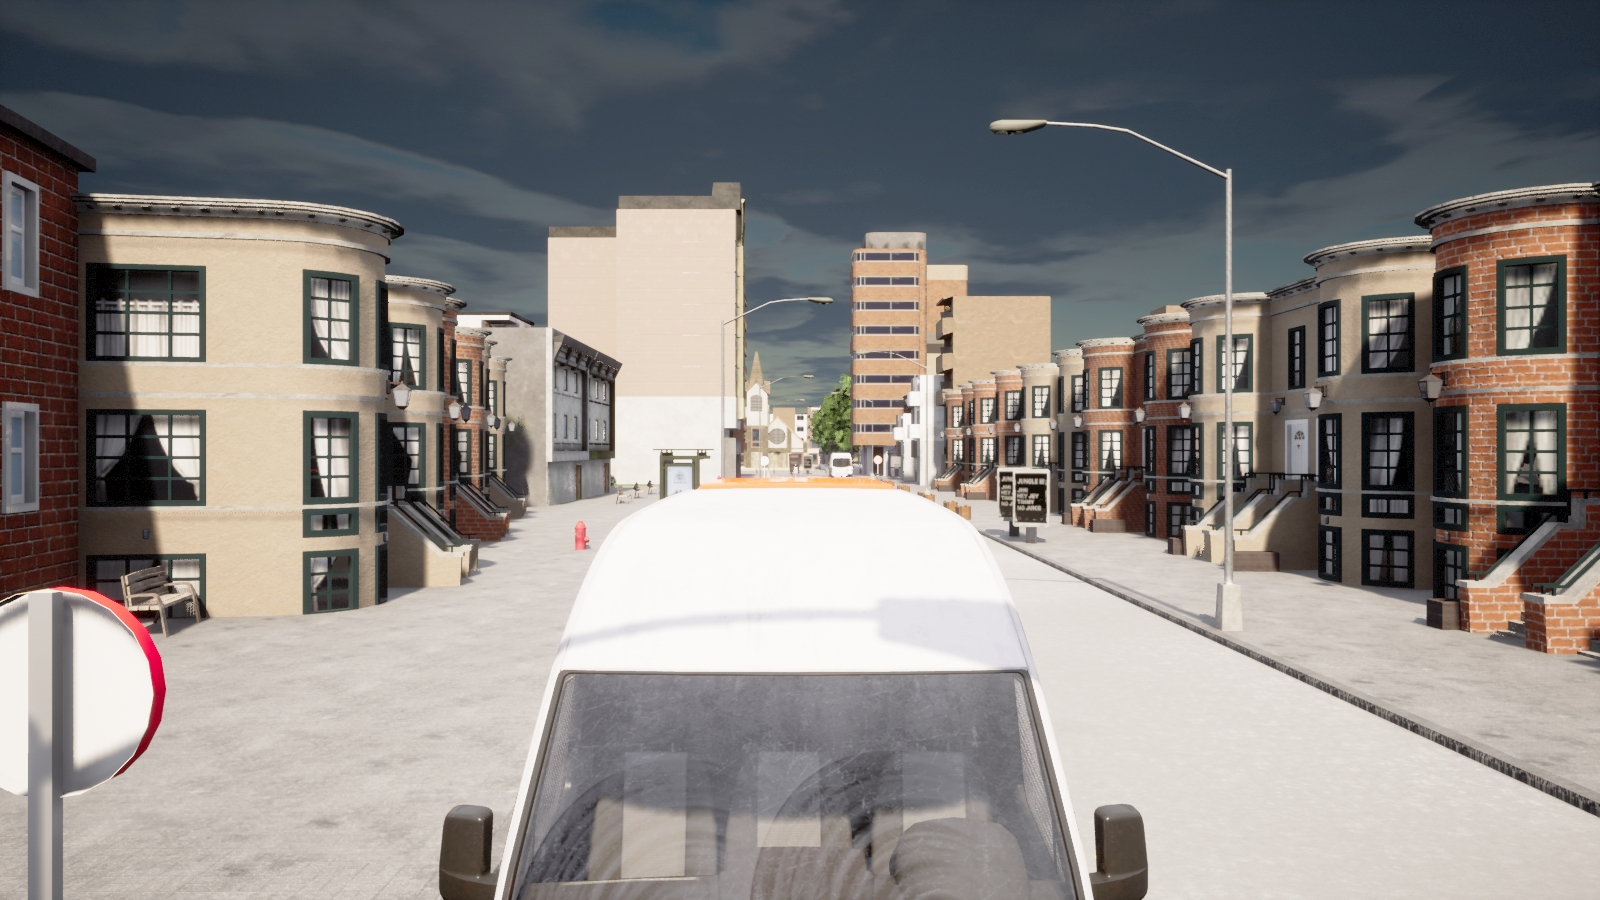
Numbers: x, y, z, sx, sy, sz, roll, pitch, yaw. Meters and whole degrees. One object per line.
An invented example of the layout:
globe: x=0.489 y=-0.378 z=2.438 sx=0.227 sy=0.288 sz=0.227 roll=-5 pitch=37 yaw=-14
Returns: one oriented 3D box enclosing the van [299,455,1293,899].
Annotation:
van: x=-0.019 y=1.314 z=5.243 sx=1.988 sy=2.561 sz=5.915 roll=0 pitch=0 yaw=0
